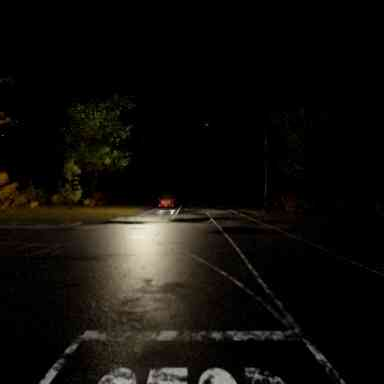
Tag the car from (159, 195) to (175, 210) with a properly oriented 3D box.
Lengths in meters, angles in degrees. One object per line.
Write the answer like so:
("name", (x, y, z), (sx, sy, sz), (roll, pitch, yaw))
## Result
("car", (-3.589, 1.455, 48.393), (2.150, 2.045, 5.566), (0, 0, -1))
